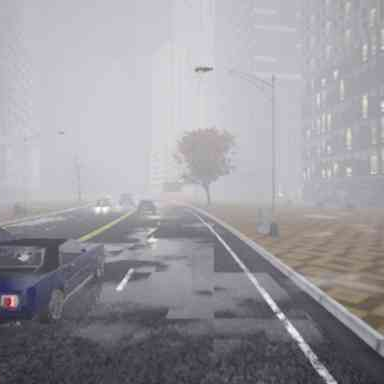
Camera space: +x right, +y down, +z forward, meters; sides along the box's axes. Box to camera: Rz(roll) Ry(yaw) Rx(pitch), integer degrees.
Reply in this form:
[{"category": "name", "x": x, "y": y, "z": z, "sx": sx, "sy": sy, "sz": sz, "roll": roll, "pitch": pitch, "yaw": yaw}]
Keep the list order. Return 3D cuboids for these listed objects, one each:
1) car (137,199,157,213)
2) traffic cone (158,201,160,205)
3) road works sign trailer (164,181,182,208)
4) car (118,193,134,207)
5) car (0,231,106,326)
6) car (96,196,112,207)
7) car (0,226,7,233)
[{"category": "car", "x": -4.855, "y": 1.464, "z": 35.662, "sx": 1.812, "sy": 1.442, "sz": 4.674, "roll": 0, "pitch": 0, "yaw": -5}, {"category": "traffic cone", "x": -4.948, "y": 1.844, "z": 51.880, "sx": 0.340, "sy": 0.580, "sz": 0.340, "roll": 0, "pitch": 0, "yaw": -8}, {"category": "road works sign trailer", "x": -2.654, "y": 0.364, "z": 45.122, "sx": 2.380, "sy": 3.560, "sz": 2.880, "roll": 0, "pitch": 0, "yaw": -8}, {"category": "car", "x": -10.139, "y": 1.135, "z": 51.572, "sx": 2.150, "sy": 2.045, "sz": 5.566, "roll": 0, "pitch": 0, "yaw": -7}, {"category": "car", "x": -3.239, "y": 1.604, "z": 7.039, "sx": 1.895, "sy": 1.301, "sz": 4.718, "roll": 0, "pitch": 0, "yaw": -1}, {"category": "car", "x": -13.244, "y": 1.430, "z": 50.146, "sx": 2.128, "sy": 1.511, "sz": 4.902, "roll": 0, "pitch": 0, "yaw": -7}, {"category": "car", "x": -6.731, "y": 1.616, "z": 9.542, "sx": 1.895, "sy": 1.301, "sz": 4.718, "roll": 0, "pitch": 0, "yaw": -1}]
